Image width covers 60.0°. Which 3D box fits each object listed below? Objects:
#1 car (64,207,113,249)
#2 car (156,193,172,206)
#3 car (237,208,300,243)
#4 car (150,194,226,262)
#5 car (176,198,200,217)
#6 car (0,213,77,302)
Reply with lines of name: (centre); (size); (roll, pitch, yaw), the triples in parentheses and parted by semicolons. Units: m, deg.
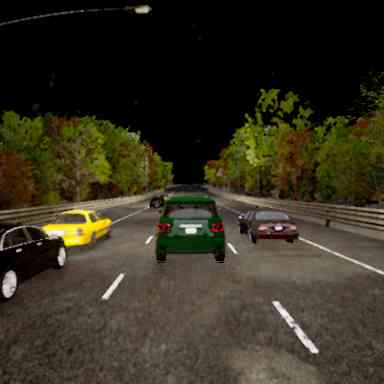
car: (-4.759, 1.433, 14.403); (1.801, 1.575, 5.366); (0, 0, -1)
car: (-4.320, 1.116, 51.997); (2.097, 1.767, 4.553); (0, 1, -1)
car: (3.374, 1.471, 15.619); (2.033, 1.411, 5.357); (0, 0, -1)
car: (-0.073, 1.178, 12.072); (2.150, 2.045, 5.566); (0, 0, -1)
car: (-0.380, 1.383, 31.094); (2.128, 1.511, 4.902); (0, 0, -1)
car: (-4.658, 1.504, 8.212); (1.837, 1.490, 4.892); (0, 0, -1)
